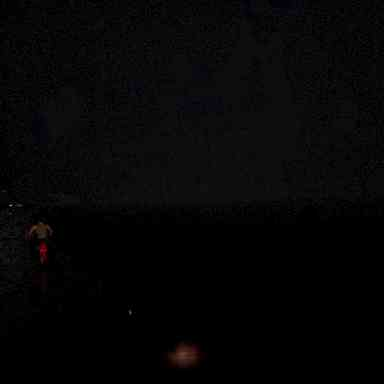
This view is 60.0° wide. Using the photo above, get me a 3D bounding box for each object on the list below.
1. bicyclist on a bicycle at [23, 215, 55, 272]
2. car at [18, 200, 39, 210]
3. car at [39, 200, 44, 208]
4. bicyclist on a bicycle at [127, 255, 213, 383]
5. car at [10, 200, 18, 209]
[{"bbox_3d":[-4.538,1.502,9.960,0.866,1.612,1.509,-1,0,-34],"label":"bicyclist on a bicycle"},{"bbox_3d":[-26.630,2.193,54.267,1.837,1.490,4.892,-1,-1,-20],"label":"car"},{"bbox_3d":[-31.188,2.424,67.320,2.033,1.411,5.357,-1,-1,-16],"label":"car"},{"bbox_3d":[-0.237,1.450,3.155,0.582,1.620,1.656,-1,0,-34],"label":"bicyclist on a bicycle"},{"bbox_3d":[-32.813,2.370,62.462,1.837,1.490,4.892,-1,-1,-19],"label":"car"}]
